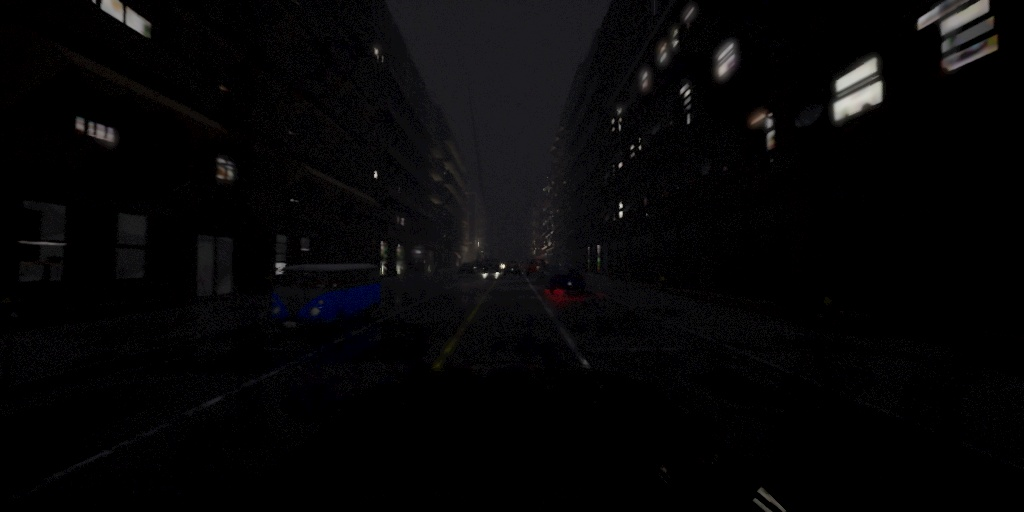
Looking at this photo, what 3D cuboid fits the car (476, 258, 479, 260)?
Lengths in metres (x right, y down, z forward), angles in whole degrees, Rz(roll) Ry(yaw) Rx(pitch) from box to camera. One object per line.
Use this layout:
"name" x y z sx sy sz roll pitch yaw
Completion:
"car" -5.305 1.341 60.444 2.192 1.841 5.009 0 0 0

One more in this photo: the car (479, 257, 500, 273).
"car" -2.828 1.181 49.453 2.150 2.045 5.566 0 0 0

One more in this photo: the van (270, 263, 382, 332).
"van" -5.314 1.120 10.673 1.690 1.789 3.998 0 0 0

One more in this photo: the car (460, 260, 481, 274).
"car" -5.308 1.495 43.856 1.948 1.339 4.313 0 0 0

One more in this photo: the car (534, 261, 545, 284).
"car" 3.024 1.356 28.183 1.837 1.490 4.892 0 0 0

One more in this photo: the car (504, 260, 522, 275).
"car" 0.061 1.478 41.480 1.994 1.385 4.181 0 -1 0

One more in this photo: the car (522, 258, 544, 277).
"car" 2.539 1.215 38.263 2.192 1.841 5.009 0 0 0

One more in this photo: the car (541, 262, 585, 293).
"car" 3.017 1.299 21.182 1.882 1.535 5.008 0 0 0
